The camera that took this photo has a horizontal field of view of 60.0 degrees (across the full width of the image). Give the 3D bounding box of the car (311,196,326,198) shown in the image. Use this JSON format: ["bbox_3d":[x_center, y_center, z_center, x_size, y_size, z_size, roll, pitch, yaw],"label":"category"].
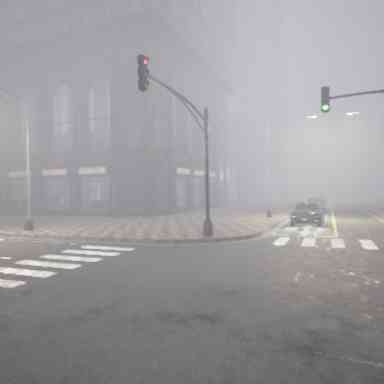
[{"bbox_3d":[12.786,1.301,34.511,2.128,1.511,4.902,-1,0,23],"label":"car"}]

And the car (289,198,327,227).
[{"bbox_3d":[7.581,1.380,21.747,1.837,1.490,4.892,-1,0,25],"label":"car"}]

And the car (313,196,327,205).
[{"bbox_3d":[20.377,1.292,52.896,1.994,1.385,4.181,-1,0,23],"label":"car"}]
